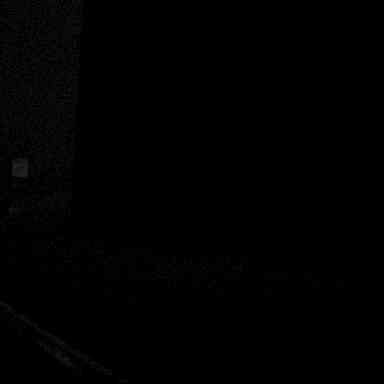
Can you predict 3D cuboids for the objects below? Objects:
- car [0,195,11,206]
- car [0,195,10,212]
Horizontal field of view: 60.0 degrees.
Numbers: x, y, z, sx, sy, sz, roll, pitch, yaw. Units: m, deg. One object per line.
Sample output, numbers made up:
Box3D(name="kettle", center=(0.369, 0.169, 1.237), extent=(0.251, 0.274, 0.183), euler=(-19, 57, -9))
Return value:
Box3D(name="car", center=(-25.501, 1.067, 43.336), extent=(1.895, 1.301, 4.718), euler=(4, 0, -11))
Box3D(name="car", center=(-19.717, 1.258, 33.141), extent=(2.128, 1.511, 4.902), euler=(4, -1, -13))
